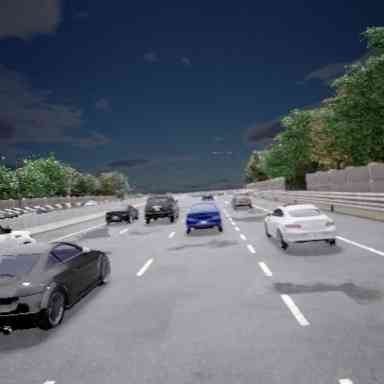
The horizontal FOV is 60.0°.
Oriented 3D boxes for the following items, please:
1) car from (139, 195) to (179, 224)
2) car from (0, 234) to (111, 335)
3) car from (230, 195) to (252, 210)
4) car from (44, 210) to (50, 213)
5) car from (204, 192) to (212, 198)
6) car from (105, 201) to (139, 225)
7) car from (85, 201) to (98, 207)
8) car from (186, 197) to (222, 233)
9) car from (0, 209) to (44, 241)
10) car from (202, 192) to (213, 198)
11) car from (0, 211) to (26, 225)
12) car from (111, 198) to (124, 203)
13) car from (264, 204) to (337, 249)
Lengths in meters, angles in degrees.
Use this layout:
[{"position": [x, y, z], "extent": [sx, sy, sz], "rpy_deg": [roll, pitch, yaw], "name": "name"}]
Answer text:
[{"position": [-2.337, 1.295, 26.451], "extent": [2.150, 2.045, 5.566], "rpy_deg": [-4, 0, 3], "name": "car"}, {"position": [-3.300, 1.798, 7.379], "extent": [1.994, 1.385, 4.181], "rpy_deg": [-4, 0, 3], "name": "car"}, {"position": [5.097, 0.984, 34.702], "extent": [2.033, 1.411, 5.357], "rpy_deg": [-4, 0, 3], "name": "car"}, {"position": [-19.236, 2.843, 40.687], "extent": [2.033, 1.411, 5.357], "rpy_deg": [-4, 0, 3], "name": "car"}, {"position": [4.431, 0.778, 91.065], "extent": [1.882, 1.535, 5.008], "rpy_deg": [-4, 0, 3], "name": "car"}, {"position": [-5.738, 1.809, 27.873], "extent": [1.882, 1.535, 5.008], "rpy_deg": [-4, 0, 3], "name": "car"}, {"position": [-24.114, 2.939, 79.825], "extent": [1.812, 1.442, 4.674], "rpy_deg": [-4, 0, 3], "name": "car"}, {"position": [0.700, 1.353, 19.176], "extent": [1.882, 1.535, 5.008], "rpy_deg": [-4, 0, 3], "name": "car"}, {"position": [-6.713, 1.715, 9.447], "extent": [2.150, 2.045, 5.566], "rpy_deg": [-4, 0, 3], "name": "car"}, {"position": [2.889, 0.740, 61.755], "extent": [2.097, 1.767, 4.553], "rpy_deg": [-4, 0, 3], "name": "car"}, {"position": [-22.713, 3.168, 40.873], "extent": [1.895, 1.301, 4.718], "rpy_deg": [-4, 0, 3], "name": "car"}, {"position": [-14.437, 2.085, 64.708], "extent": [2.097, 1.767, 4.553], "rpy_deg": [-4, 0, 3], "name": "car"}, {"position": [3.961, 1.174, 12.717], "extent": [1.812, 1.442, 4.674], "rpy_deg": [-4, 0, 3], "name": "car"}]
